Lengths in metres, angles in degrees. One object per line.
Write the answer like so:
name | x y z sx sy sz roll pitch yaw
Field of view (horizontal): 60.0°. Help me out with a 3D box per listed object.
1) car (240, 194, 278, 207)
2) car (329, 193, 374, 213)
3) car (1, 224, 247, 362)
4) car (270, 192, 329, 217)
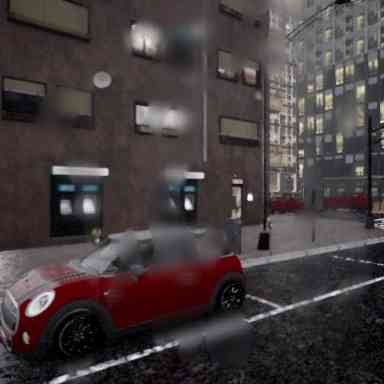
car | 8.095 1.021 40.691 1.947 1.339 4.313 1 0 -36
car | 14.617 0.977 31.711 2.192 1.841 5.009 1 0 -36
car | -1.015 1.436 5.834 4.097 1.590 1.967 0 0 -35
car | 7.872 0.972 26.740 2.192 1.841 5.009 1 0 -36
